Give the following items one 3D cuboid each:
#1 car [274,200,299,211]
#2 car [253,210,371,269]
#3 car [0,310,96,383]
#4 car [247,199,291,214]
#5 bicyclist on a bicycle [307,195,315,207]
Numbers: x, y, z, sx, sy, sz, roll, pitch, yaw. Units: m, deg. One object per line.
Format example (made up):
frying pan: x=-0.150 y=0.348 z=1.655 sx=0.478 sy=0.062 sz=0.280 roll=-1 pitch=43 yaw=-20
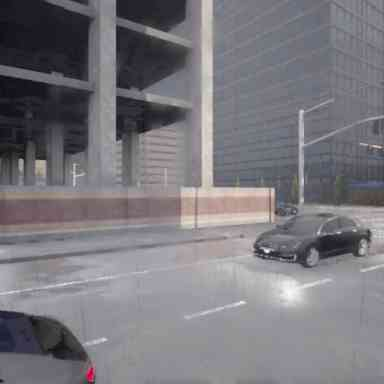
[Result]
car: x=8.063 y=1.557 z=31.496 sx=1.994 sy=1.385 sz=4.181 roll=0 pitch=0 yaw=-36
car: x=4.192 y=1.502 z=11.285 sx=4.892 sy=1.490 sz=1.837 roll=0 pitch=0 yaw=-36
car: x=-2.738 y=1.564 z=2.044 sx=4.181 sy=1.385 sz=1.994 roll=0 pitch=0 yaw=-35
car: x=8.469 y=1.518 z=36.896 sx=1.812 sy=1.442 sz=4.674 roll=0 pitch=0 yaw=-36
bicyclist on a bicycle: x=16.533 y=1.290 z=46.187 sx=1.656 sy=1.620 sz=0.582 roll=0 pitch=0 yaw=-36
